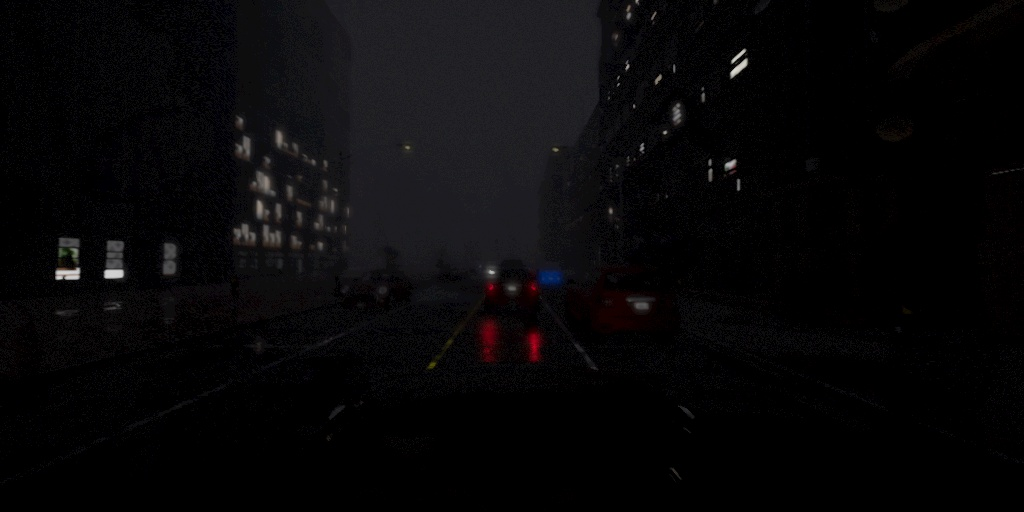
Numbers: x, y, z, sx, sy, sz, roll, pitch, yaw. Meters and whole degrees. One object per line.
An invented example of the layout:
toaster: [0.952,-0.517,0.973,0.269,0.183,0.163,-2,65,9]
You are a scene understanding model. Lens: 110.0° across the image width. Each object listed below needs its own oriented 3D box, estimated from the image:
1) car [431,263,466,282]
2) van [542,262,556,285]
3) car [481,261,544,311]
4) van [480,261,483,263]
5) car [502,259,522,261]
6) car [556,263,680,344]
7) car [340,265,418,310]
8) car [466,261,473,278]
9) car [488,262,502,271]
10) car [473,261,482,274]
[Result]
car: [-5.648,1.507,32.384,1.967,1.591,4.097,0,0,0]
van: [2.703,1.352,26.765,1.690,1.789,3.998,0,0,0]
car: [0.030,1.244,15.290,2.097,1.767,4.553,0,-1,1]
van: [-5.633,1.625,54.967,1.690,1.789,3.998,0,0,0]
car: [0.023,1.263,29.448,2.150,2.045,5.566,0,0,0]
car: [2.695,1.151,9.827,2.192,1.841,5.009,0,0,0]
car: [-5.687,1.335,15.447,1.967,1.591,4.097,0,0,0]
car: [-5.640,1.563,38.030,1.967,1.591,4.097,0,0,0]
car: [-3.018,1.855,63.472,2.128,1.511,4.902,0,-1,1]
car: [-5.635,1.777,49.321,1.888,1.381,4.507,0,0,0]
